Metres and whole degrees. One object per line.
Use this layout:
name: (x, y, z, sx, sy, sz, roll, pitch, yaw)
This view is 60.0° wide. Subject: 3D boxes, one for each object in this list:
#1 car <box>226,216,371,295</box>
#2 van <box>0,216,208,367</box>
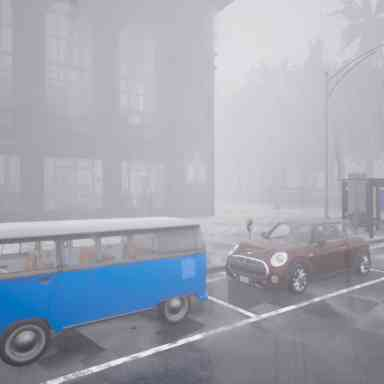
car: (2.798, 1.439, 8.633, 4.097, 1.590, 1.967, 0, 0, -35)
van: (-1.625, 1.341, 5.490, 3.998, 1.788, 1.690, 0, 0, -35)
